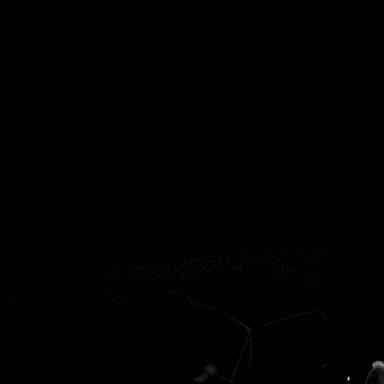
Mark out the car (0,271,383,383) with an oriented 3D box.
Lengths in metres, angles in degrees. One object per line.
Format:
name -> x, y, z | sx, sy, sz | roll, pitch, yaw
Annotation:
car -> 0.156, 1.608, 3.180 | 4.718, 1.301, 1.895 | 0, 0, -35
